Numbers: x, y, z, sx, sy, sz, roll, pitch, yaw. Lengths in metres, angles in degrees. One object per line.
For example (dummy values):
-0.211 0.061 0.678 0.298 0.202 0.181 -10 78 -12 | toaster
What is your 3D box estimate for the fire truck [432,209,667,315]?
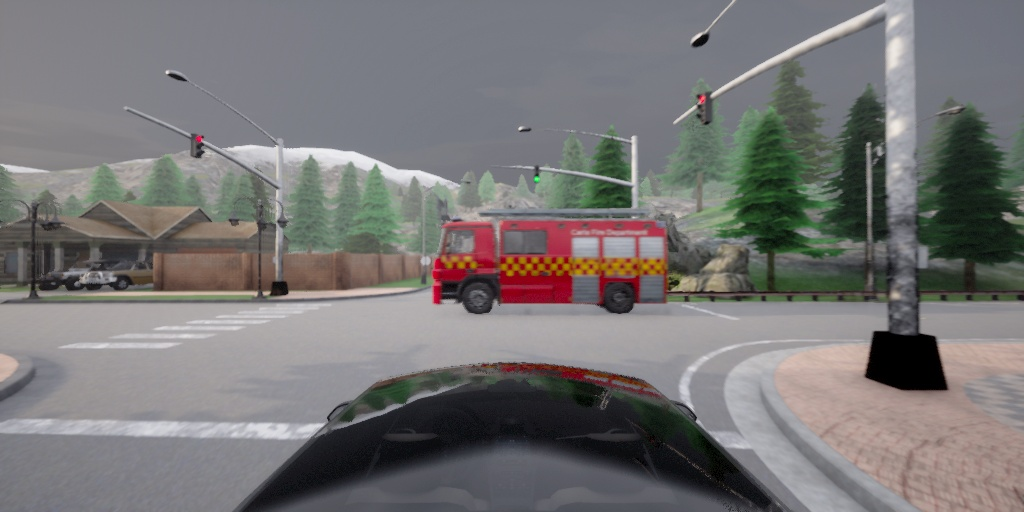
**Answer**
1.365 0.196 14.027 8.468 3.827 2.891 0 -1 -1 | fire truck
